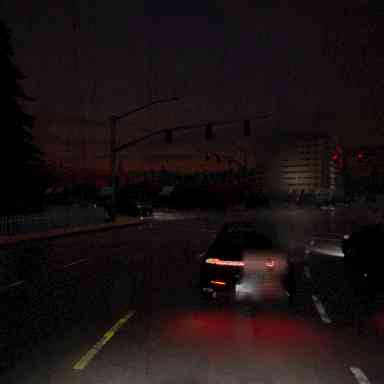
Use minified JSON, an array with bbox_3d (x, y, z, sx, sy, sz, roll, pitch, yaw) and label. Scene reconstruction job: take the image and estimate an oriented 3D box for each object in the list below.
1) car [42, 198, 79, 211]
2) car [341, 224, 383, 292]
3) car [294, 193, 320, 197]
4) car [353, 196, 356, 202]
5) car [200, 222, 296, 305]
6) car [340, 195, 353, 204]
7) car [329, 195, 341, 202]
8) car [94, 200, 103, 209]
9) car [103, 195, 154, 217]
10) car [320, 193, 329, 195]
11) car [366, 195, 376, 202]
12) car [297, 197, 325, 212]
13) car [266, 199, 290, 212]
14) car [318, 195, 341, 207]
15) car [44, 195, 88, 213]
[{"bbox_3d":[-17.098,1.533,43.116,5.008,1.535,1.882,0,0,32],"label":"car"},{"bbox_3d":[5.188,1.547,8.593,2.033,1.411,5.357,0,0,16],"label":"car"},{"bbox_3d":[18.494,1.219,53.421,2.150,2.045,5.566,0,0,31],"label":"car"},{"bbox_3d":[34.704,1.537,72.926,2.033,1.411,5.357,0,0,32],"label":"car"},{"bbox_3d":[1.436,1.492,8.223,2.128,1.511,4.902,0,0,12],"label":"car"},{"bbox_3d":[28.799,1.351,63.324,2.097,1.767,4.553,0,0,32],"label":"car"},{"bbox_3d":[33.031,1.489,76.889,1.837,1.490,4.892,0,0,32],"label":"car"},{"bbox_3d":[-9.057,1.547,38.087,4.902,1.511,2.128,0,0,32],"label":"car"},{"bbox_3d":[-5.962,1.407,32.022,4.553,1.767,2.097,0,0,32],"label":"car"},{"bbox_3d":[25.408,1.223,64.488,2.150,2.045,5.566,0,0,32],"label":"car"},{"bbox_3d":[42.727,1.525,79.294,2.128,1.511,4.902,0,0,32],"label":"car"},{"bbox_3d":[14.049,1.605,39.518,1.895,1.301,4.718,0,0,32],"label":"car"},{"bbox_3d":[10.503,1.541,40.433,1.812,1.442,4.674,0,1,32],"label":"car"},{"bbox_3d":[21.017,1.601,50.834,1.895,1.301,4.718,0,0,32],"label":"car"},{"bbox_3d":[-14.090,1.277,37.100,5.566,2.045,2.150,0,0,32],"label":"car"}]
